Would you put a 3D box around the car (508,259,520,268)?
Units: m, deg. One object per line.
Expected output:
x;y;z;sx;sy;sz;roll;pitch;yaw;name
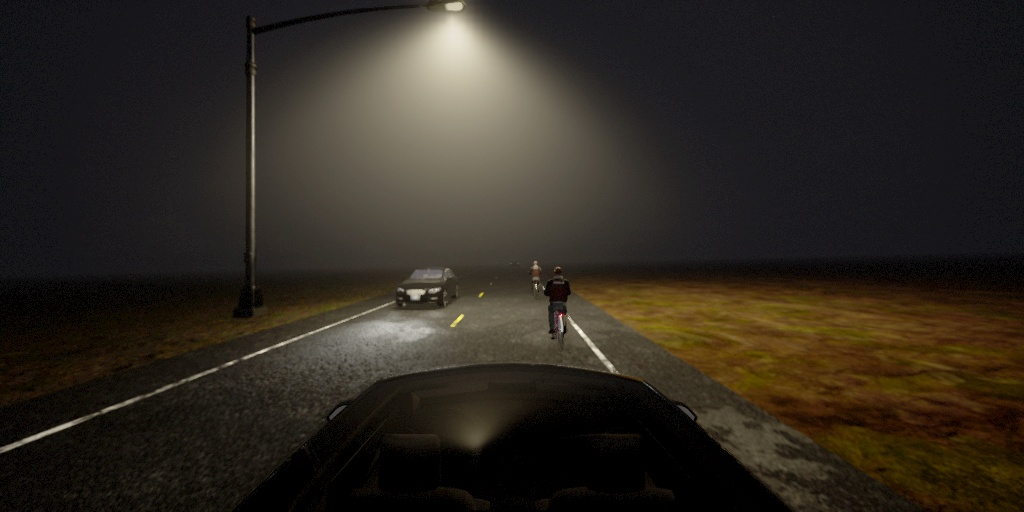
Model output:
0.417;1.334;61.027;2.033;1.411;5.357;0;0;0;car

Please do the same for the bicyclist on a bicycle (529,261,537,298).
1.105;1.124;17.053;0.659;1.776;1.843;0;0;1;bicyclist on a bicycle

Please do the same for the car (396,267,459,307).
-3.480;1.244;15.456;2.128;1.511;4.902;0;0;1;car

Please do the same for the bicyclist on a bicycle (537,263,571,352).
1.011;1.122;8.084;0.659;1.776;1.843;0;0;1;bicyclist on a bicycle
